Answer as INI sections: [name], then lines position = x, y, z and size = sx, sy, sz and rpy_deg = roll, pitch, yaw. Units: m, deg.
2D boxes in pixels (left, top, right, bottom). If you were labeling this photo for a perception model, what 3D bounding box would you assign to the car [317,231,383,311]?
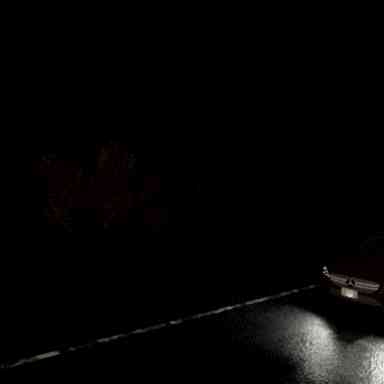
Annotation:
[car]
position = 4.761, 1.600, 7.400
size = 4.674, 1.442, 1.812
rpy_deg = 1, 0, -36
